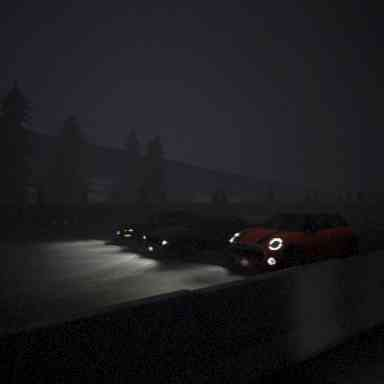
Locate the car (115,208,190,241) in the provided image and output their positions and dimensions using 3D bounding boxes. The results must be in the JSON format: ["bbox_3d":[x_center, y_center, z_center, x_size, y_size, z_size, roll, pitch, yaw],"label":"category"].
[{"bbox_3d":[-1.252,1.555,15.997,4.892,1.490,1.837,0,0,-36],"label":"car"}]

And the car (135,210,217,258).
[{"bbox_3d":[0.737,1.598,13.117,5.357,1.411,2.033,0,0,-36],"label":"car"}]

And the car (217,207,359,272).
[{"bbox_3d":[3.308,1.407,10.652,4.553,1.767,2.097,0,0,-36],"label":"car"}]
